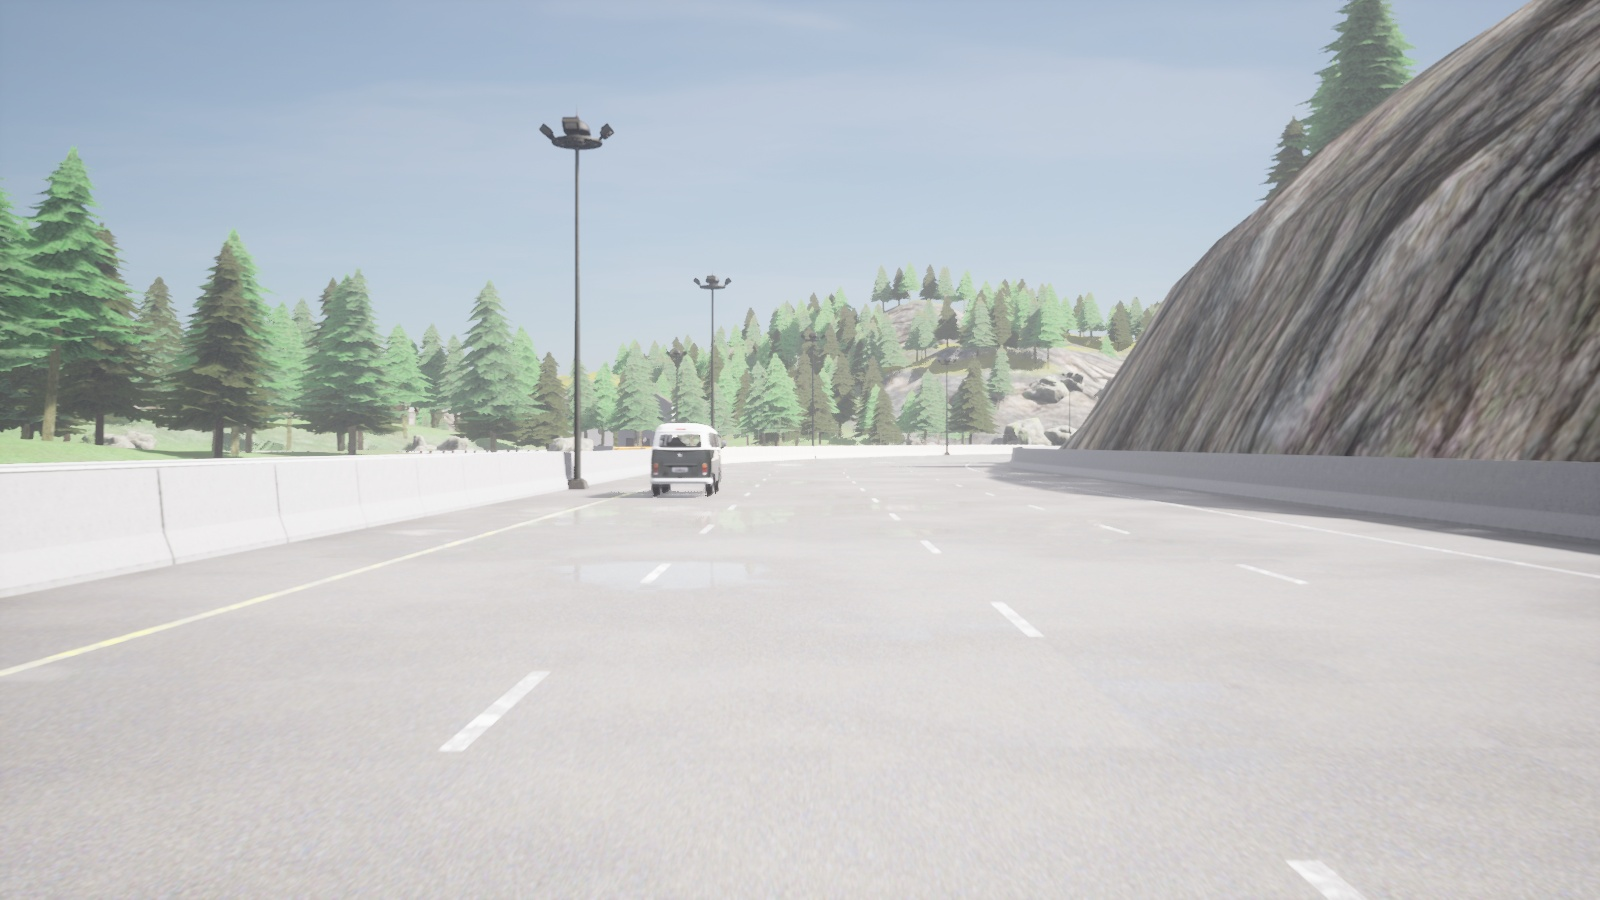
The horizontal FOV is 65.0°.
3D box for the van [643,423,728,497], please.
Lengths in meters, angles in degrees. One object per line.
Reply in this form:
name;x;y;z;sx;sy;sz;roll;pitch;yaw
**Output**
van;-3.275;0.260;36.776;2.069;2.038;4.480;0;0;0
